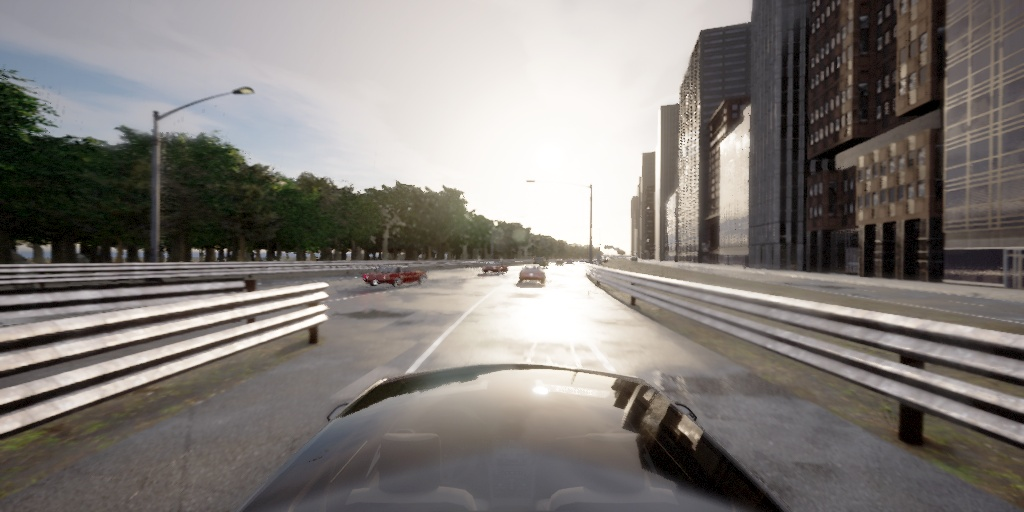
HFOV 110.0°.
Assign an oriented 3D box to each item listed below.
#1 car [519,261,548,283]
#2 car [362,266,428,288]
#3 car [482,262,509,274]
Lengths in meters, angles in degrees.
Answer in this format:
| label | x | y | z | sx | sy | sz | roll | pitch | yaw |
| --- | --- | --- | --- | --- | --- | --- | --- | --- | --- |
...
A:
| label | x | y | z | sx | sy | sz | roll | pitch | yaw |
| --- | --- | --- | --- | --- | --- | --- | --- | --- | --- |
| car | 1.668 | 1.364 | 28.815 | 1.994 | 1.385 | 4.181 | 0 | 0 | 7 |
| car | -7.330 | 1.269 | 23.042 | 1.895 | 1.301 | 4.718 | 1 | 0 | 16 |
| car | -1.868 | 1.394 | 41.920 | 1.895 | 1.301 | 4.718 | 1 | 0 | 17 |
